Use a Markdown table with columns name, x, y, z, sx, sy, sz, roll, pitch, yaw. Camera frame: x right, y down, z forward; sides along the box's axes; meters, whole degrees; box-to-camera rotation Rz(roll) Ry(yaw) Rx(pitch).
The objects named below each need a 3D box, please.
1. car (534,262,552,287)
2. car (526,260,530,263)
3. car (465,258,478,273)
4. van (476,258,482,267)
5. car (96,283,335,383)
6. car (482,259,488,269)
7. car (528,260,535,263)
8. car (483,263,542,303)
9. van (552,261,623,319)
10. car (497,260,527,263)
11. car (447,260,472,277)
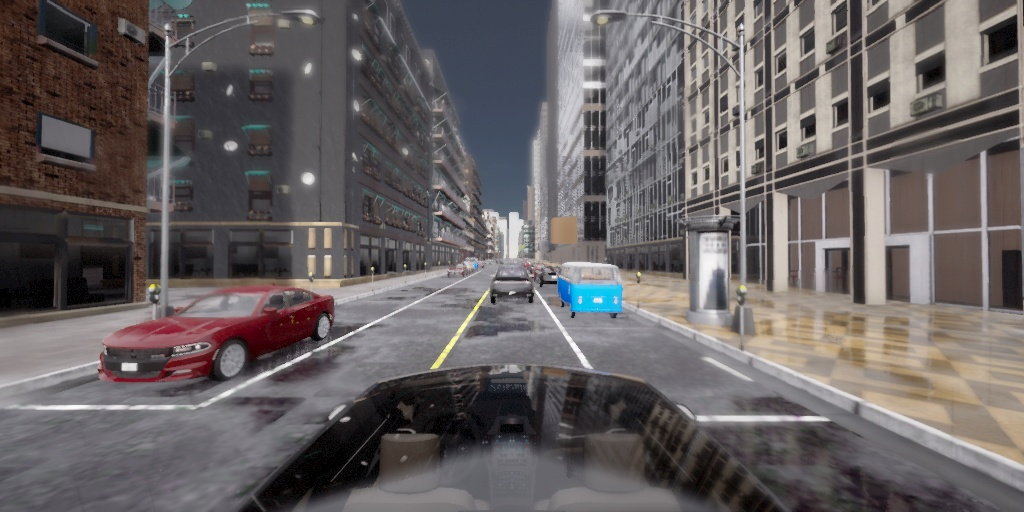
| name | x | y | z | sx | sy | sz | roll | pitch | yaw |
| --- | --- | --- | --- | --- | --- | --- | --- | --- | --- |
| car | 2.566 | 1.320 | 23.886 | 1.948 | 1.339 | 4.313 | 0 | 0 | 0 |
| car | 2.566 | 1.323 | 35.191 | 1.948 | 1.339 | 4.313 | 0 | 0 | 0 |
| car | -5.315 | 1.284 | 40.932 | 1.751 | 1.417 | 4.829 | 0 | 0 | 0 |
| van | -5.315 | 1.100 | 46.749 | 1.690 | 1.789 | 3.998 | 0 | 0 | 0 |
| car | -5.315 | 1.295 | 7.222 | 1.888 | 1.381 | 4.507 | 0 | 0 | 0 |
| car | -5.315 | 1.343 | 58.042 | 1.802 | 1.307 | 4.207 | 0 | 0 | 0 |
| car | 2.566 | 1.301 | 29.538 | 1.888 | 1.381 | 4.507 | 0 | 0 | 0 |
| car | 0.000 | 1.249 | 16.502 | 2.128 | 1.511 | 4.902 | 0 | 0 | 0 |
| van | 2.566 | 1.092 | 12.581 | 1.690 | 1.789 | 3.998 | 0 | 0 | 0 |
| car | 0.000 | 1.321 | 31.503 | 2.033 | 1.411 | 5.357 | 0 | 0 | 0 |
| car | -5.315 | 1.339 | 35.455 | 1.802 | 1.307 | 4.207 | 0 | 0 | 0 |
